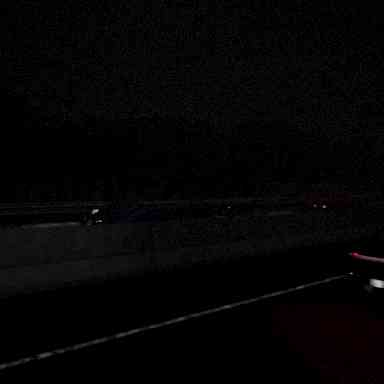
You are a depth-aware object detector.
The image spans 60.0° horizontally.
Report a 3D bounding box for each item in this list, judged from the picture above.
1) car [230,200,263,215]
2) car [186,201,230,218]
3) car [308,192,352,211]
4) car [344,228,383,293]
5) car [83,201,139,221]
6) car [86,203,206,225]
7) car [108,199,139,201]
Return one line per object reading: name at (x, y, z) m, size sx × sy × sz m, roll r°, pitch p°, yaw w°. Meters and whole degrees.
car at (4.759, 1.513, 32.889) m, size 4.718 × 1.301 × 1.895 m, roll -1°, pitch 0°, yaw -36°
car at (0.155, 1.455, 25.400) m, size 4.902 × 1.511 × 2.128 m, roll 0°, pitch 0°, yaw -35°
car at (14.982, 1.035, 35.961) m, size 5.566 × 2.045 × 2.150 m, roll -1°, pitch 1°, yaw -35°
car at (5.434, 1.479, 7.576) m, size 4.902 × 1.511 × 2.128 m, roll 0°, pitch 0°, yaw -35°
car at (-3.358, 1.479, 18.755) m, size 4.902 × 1.511 × 2.128 m, roll 0°, pitch 0°, yaw -35°
car at (-2.011, 1.468, 15.422) m, size 5.008 × 1.535 × 1.882 m, roll 0°, pitch 0°, yaw -35°
car at (-5.725, 1.336, 24.770) m, size 4.553 × 1.767 × 2.097 m, roll 0°, pitch 0°, yaw -38°
